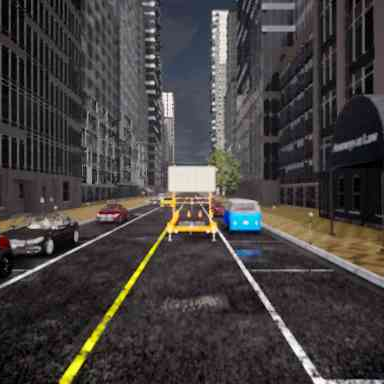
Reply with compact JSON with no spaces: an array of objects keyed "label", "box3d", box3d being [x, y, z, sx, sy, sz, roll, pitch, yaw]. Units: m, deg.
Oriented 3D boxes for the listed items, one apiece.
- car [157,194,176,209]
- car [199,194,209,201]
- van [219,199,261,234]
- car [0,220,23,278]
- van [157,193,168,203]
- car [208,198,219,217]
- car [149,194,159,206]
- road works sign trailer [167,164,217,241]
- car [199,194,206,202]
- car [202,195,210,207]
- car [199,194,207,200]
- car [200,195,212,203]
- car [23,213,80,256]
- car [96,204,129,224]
[{"label":"car","box3d":[-3.087,1.369,43.998,1.882,1.535,5.008,0,0,0]},{"label":"car","box3d":[2.694,1.225,75.407,1.967,1.590,4.097,0,0,0]},{"label":"van","box3d":[2.691,1.297,18.483,1.690,1.788,3.998,0,0,0]},{"label":"car","box3d":[-5.691,1.424,7.102,1.967,1.590,4.097,0,0,0]},{"label":"van","box3d":[-5.687,1.172,64.026,1.690,1.788,3.998,0,0,0]},{"label":"car","box3d":[2.691,1.509,29.868,1.802,1.307,4.206,0,0,0]},{"label":"car","box3d":[-5.688,1.419,52.642,2.008,1.369,4.403,0,0,0]},{"label":"road works sign trailer","box3d":[0.001,0.425,16.500,2.380,3.560,2.880,0,0,0]},{"label":"car","box3d":[2.693,1.401,58.330,2.008,1.369,4.403,0,0,0]},{"label":"car","box3d":[2.692,1.466,46.946,1.802,1.307,4.206,0,0,0]},{"label":"car","box3d":[2.694,1.202,81.099,1.967,1.590,4.097,0,0,0]},{"label":"car","box3d":[2.693,1.381,64.023,2.008,1.369,4.403,0,0,0]},{"label":"car","box3d":[-5.690,1.521,12.794,2.008,1.369,4.403,0,0,0]},{"label":"car","box3d":[-5.690,1.524,24.179,1.802,1.307,4.206,0,0,0]}]
